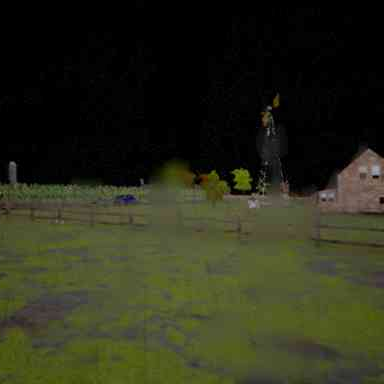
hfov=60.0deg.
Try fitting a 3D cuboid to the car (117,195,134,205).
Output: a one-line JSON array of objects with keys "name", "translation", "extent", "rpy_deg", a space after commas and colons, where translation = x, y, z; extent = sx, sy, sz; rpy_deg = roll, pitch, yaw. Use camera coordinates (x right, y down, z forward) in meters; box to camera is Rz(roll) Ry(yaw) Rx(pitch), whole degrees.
[{"name": "car", "translation": [-13.992, 1.528, 66.468], "extent": [2.150, 2.045, 5.566], "rpy_deg": [-1, -1, 36]}]

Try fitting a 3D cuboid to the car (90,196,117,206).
[{"name": "car", "translation": [-15.963, 1.813, 59.024], "extent": [1.994, 1.385, 4.181], "rpy_deg": [-1, -1, 36]}]

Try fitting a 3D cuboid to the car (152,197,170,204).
[{"name": "car", "translation": [-6.706, 1.871, 71.853], "extent": [1.812, 1.442, 4.674], "rpy_deg": [-1, -1, 36]}]
